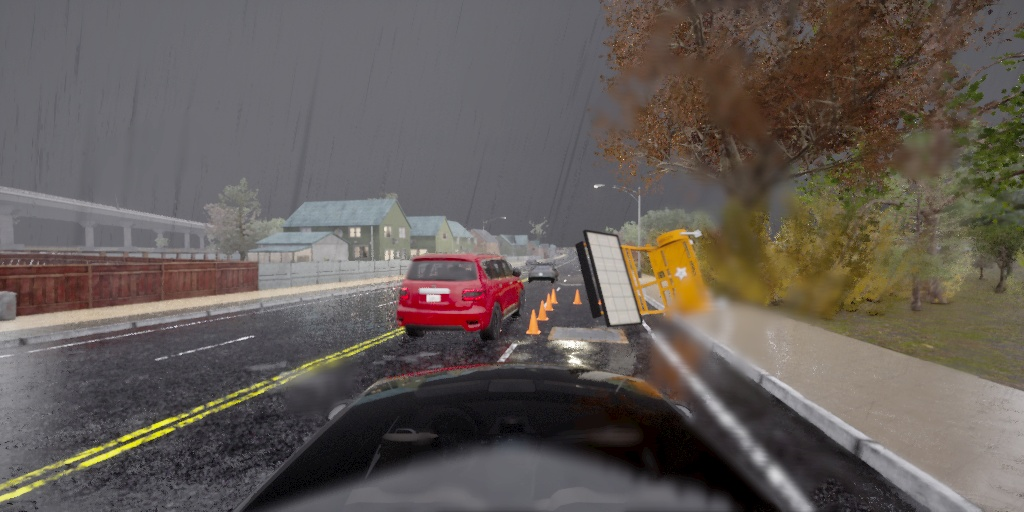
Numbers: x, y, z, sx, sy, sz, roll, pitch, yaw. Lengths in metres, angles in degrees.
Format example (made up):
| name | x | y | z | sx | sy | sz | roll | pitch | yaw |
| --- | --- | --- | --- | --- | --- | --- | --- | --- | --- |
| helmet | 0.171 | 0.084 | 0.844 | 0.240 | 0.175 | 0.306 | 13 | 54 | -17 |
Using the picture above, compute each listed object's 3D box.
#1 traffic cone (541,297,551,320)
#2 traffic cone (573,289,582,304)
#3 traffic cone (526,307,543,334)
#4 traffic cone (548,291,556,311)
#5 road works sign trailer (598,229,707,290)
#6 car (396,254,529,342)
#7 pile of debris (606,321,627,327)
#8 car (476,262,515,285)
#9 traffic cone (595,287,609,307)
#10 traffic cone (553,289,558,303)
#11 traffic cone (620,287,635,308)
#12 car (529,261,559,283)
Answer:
| name | x | y | z | sx | sy | sz | roll | pitch | yaw |
| --- | --- | --- | --- | --- | --- | --- | --- | --- | --- |
| traffic cone | 0.962 | 1.697 | 11.275 | 0.340 | 0.580 | 0.340 | 0 | 0 | 12 |
| traffic cone | 2.741 | 1.693 | 14.994 | 0.340 | 0.580 | 0.340 | 0 | 0 | 12 |
| traffic cone | 0.562 | 1.699 | 9.315 | 0.340 | 0.580 | 0.340 | 0 | 0 | 12 |
| traffic cone | 1.362 | 1.695 | 13.234 | 0.340 | 0.580 | 0.340 | 0 | 0 | 12 |
| road works sign trailer | 4.569 | -0.998 | 10.702 | 2.880 | 3.560 | 2.380 | 0 | 0 | -25 |
| car | -1.089 | 0.965 | 10.072 | 2.150 | 2.045 | 5.566 | 0 | 0 | 12 |
| pile of debris | 1.897 | 1.909 | 9.055 | 1.860 | 0.140 | 1.500 | 0 | 0 | 11 |
| car | -1.117 | 1.230 | 27.183 | 1.837 | 1.490 | 4.892 | 0 | 0 | 12 |
| traffic cone | 3.720 | 1.693 | 14.795 | 0.340 | 0.580 | 0.340 | 0 | 0 | 12 |
| traffic cone | 1.762 | 1.693 | 15.194 | 0.340 | 0.580 | 0.340 | 0 | 0 | 12 |
| traffic cone | 4.700 | 1.693 | 14.593 | 0.340 | 0.580 | 0.340 | 0 | 0 | 12 |
| car | 2.479 | 1.287 | 27.557 | 1.994 | 1.385 | 4.181 | 0 | 0 | 12 |
